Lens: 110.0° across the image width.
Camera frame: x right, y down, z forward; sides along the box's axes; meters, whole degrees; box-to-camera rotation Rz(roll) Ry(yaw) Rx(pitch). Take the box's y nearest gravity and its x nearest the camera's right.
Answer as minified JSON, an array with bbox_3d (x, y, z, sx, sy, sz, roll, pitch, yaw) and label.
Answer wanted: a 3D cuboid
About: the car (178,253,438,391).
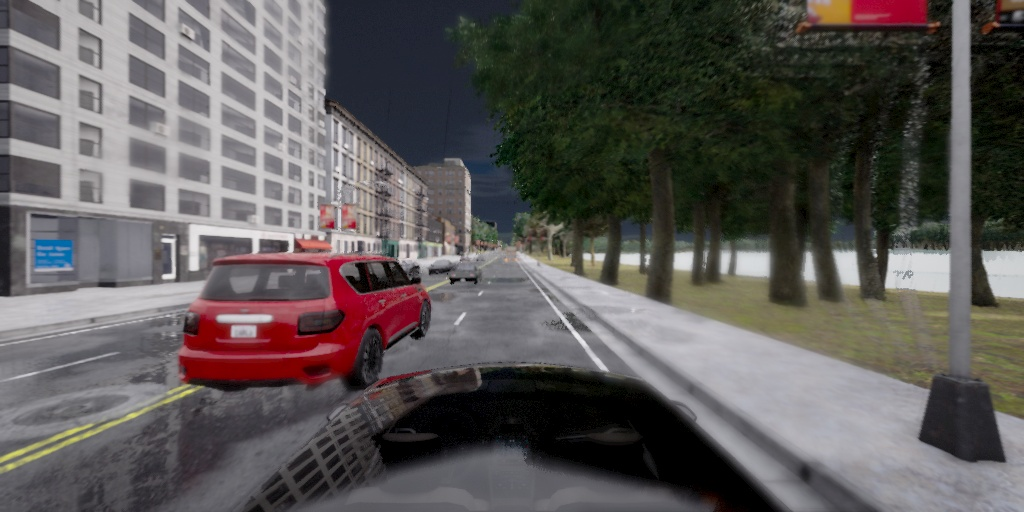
[{"bbox_3d":[-3.152,0.971,6.904,2.150,2.045,5.566,0,0,0],"label":"car"}]

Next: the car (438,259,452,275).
[{"bbox_3d":[-6.601,1.103,34.153,1.882,1.535,5.008,0,0,0],"label":"car"}]

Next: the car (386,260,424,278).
[{"bbox_3d":[-9.850,1.121,33.473,2.128,1.511,4.902,0,0,0],"label":"car"}]

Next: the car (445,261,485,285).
[{"bbox_3d":[-3.155,1.269,25.262,1.895,1.301,4.718,0,0,0],"label":"car"}]
